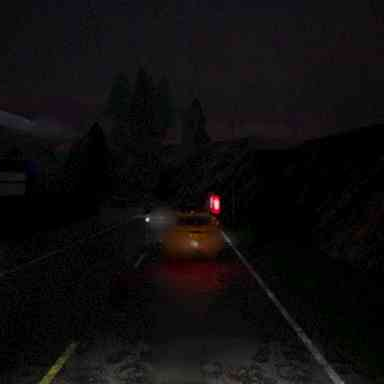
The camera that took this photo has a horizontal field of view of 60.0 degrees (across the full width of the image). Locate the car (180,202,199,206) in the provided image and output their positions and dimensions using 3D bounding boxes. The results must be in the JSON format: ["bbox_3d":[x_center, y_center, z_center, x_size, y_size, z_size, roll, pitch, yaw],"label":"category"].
[{"bbox_3d":[-0.222,1.698,33.747,1.812,1.442,4.674,0,0,-4],"label":"car"}]

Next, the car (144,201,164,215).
[{"bbox_3d":[-4.010,1.709,35.943,1.812,1.442,4.674,0,0,-6],"label":"car"}]

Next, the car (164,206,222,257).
[{"bbox_3d":[0.089,1.546,13.275,1.882,1.535,5.008,0,0,0],"label":"car"}]
